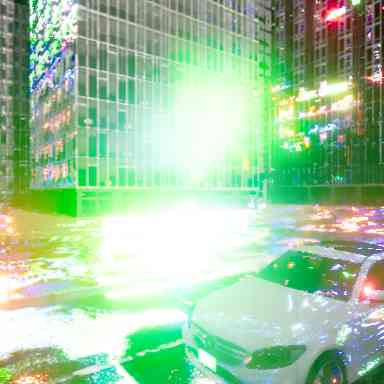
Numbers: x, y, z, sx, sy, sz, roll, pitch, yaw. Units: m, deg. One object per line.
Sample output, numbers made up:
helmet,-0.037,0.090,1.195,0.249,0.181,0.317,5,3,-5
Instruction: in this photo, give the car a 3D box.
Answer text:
car,2.067,1.514,4.844,4.674,1.442,1.812,0,0,-35
